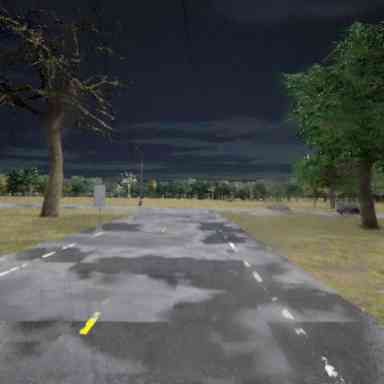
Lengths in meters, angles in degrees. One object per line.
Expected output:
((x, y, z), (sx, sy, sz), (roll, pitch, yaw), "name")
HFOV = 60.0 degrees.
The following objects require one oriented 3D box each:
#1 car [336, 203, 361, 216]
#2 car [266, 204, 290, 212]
((26.257, 2.826, 53.689), (5.566, 2.045, 2.150), (2, 0, 0), "car")
((15.703, 2.828, 60.740), (4.181, 1.385, 1.994), (1, 0, 0), "car")
